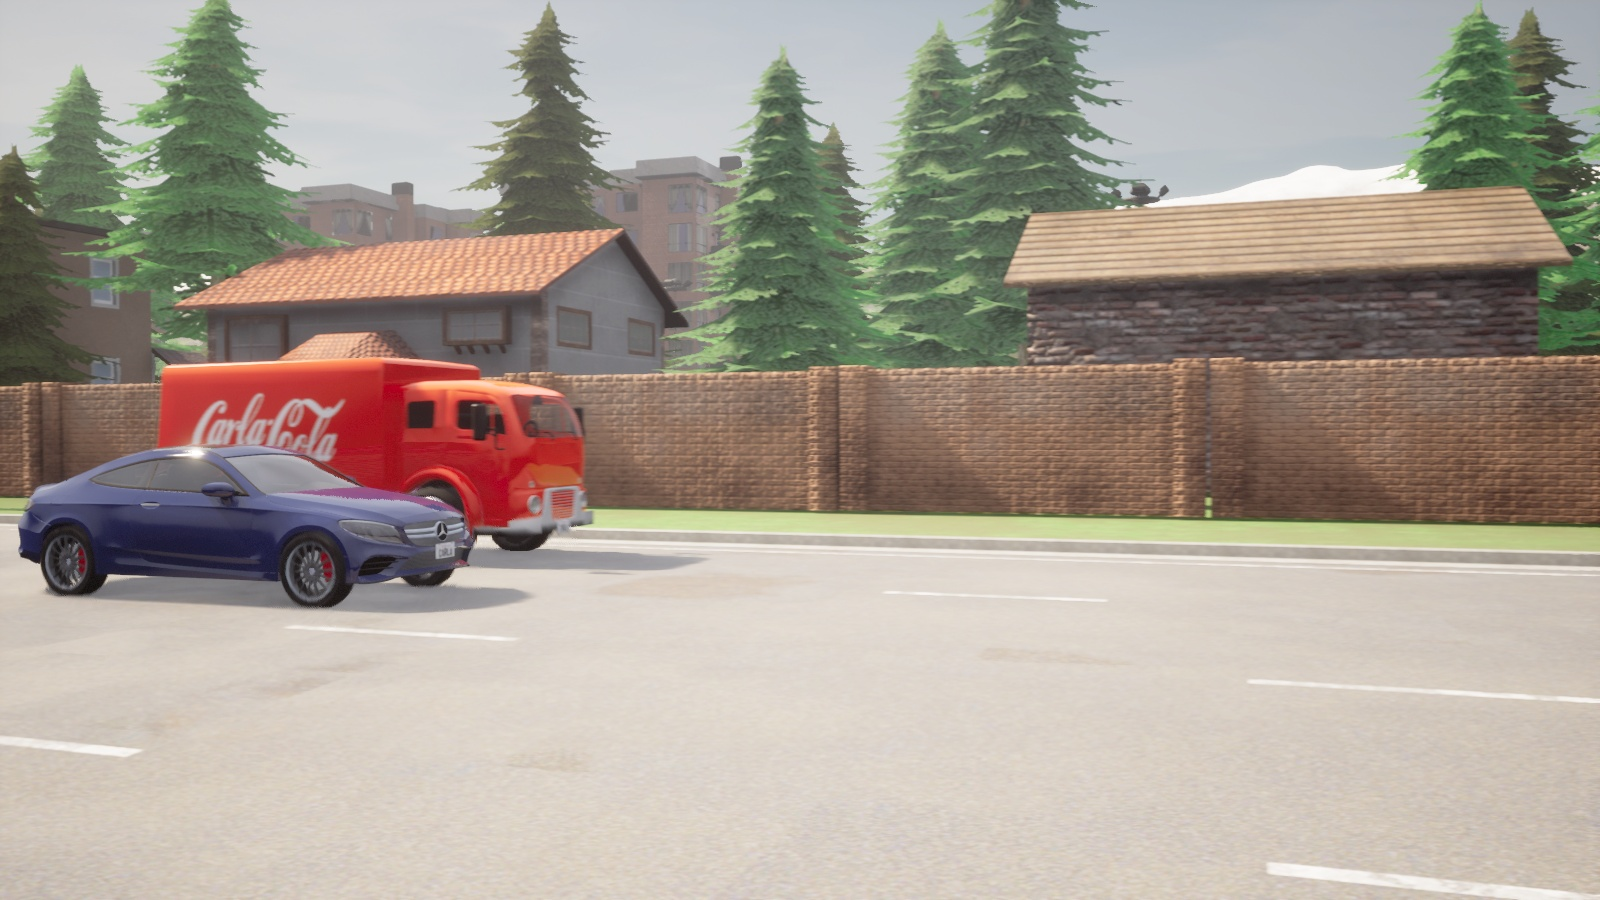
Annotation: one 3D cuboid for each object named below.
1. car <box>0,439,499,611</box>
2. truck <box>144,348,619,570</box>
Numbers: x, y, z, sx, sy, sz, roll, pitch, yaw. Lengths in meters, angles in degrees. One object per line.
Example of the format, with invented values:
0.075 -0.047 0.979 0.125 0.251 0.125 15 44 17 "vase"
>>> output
-5.515 0.632 12.434 4.674 1.442 1.812 1 1 19 "car"
-5.263 0.063 16.034 5.204 2.467 2.627 1 1 19 "truck"
